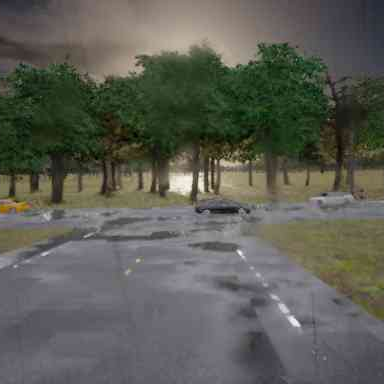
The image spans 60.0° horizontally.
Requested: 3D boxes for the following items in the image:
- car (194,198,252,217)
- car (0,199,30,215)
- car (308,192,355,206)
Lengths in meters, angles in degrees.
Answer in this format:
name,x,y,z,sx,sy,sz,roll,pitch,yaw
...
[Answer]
name,x,y,z,sx,sy,sz,roll,pitch,yaw
car,2.610,1.290,28.264,4.892,1.490,1.837,-1,2,0
car,-19.818,1.562,35.087,5.008,1.535,1.882,-1,3,0
car,14.749,0.714,35.273,4.674,1.442,1.812,-3,3,0
